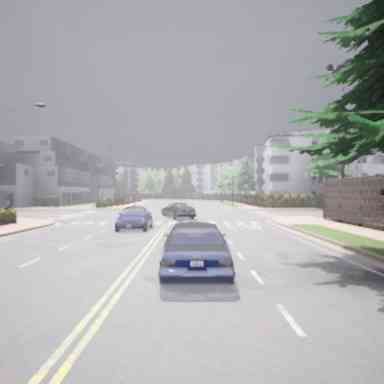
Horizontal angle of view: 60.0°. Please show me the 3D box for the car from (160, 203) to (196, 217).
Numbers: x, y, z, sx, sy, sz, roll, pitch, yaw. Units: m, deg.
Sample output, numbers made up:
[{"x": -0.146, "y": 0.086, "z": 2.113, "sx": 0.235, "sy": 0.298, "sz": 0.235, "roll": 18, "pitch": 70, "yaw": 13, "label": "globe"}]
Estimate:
[{"x": -1.301, "y": 1.657, "z": 29.658, "sx": 2.033, "sy": 1.411, "sz": 5.357, "roll": 0, "pitch": 0, "yaw": -20, "label": "car"}]

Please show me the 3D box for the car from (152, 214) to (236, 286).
[{"x": 0.094, "y": 1.583, "z": 9.585, "sx": 2.033, "sy": 1.411, "sz": 5.357, "roll": 0, "pitch": 0, "yaw": 0, "label": "car"}]

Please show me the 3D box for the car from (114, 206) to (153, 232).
[{"x": -3.517, "y": 1.645, "z": 20.785, "sx": 1.812, "sy": 1.442, "sz": 4.674, "roll": 0, "pitch": 0, "yaw": 0, "label": "car"}]
